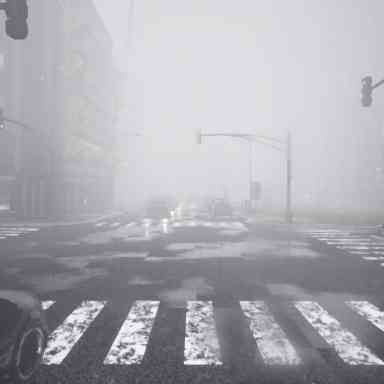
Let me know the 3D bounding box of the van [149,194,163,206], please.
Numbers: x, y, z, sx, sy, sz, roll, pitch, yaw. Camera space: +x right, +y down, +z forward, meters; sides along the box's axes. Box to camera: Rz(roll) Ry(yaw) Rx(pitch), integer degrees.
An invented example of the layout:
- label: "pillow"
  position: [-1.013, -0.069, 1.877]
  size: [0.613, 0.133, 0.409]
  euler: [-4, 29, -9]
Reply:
- label: "van"
  position: [-5.690, 1.286, 52.561]
  size: [1.690, 1.788, 3.998]
  euler: [-1, 0, 0]

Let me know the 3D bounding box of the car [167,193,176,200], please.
- label: "car"
  position: [-5.679, 1.173, 92.085]
  size: [2.192, 1.841, 5.009]
  euler: [-1, 0, 0]

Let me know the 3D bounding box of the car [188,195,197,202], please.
- label: "car"
  position: [0.037, 1.411, 71.114]
  size: [1.837, 1.490, 4.892]
  euler: [0, 0, 0]

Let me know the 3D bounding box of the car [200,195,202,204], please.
- label: "car"
  position: [2.660, 1.490, 52.592]
  size: [1.887, 1.381, 4.507]
  euler: [-1, 0, 0]

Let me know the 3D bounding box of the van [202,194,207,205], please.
- label: "van"
  position: [2.656, 1.295, 46.946]
  size: [1.690, 1.788, 3.998]
  euler: [-1, 0, 0]

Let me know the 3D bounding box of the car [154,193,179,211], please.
- label: "car"
  position: [-3.079, 1.315, 40.552]
  size: [2.097, 1.767, 4.553]
  euler: [0, 0, 0]

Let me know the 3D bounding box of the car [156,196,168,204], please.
- label: "car"
  position: [-5.684, 1.470, 63.852]
  size: [1.887, 1.381, 4.507]
  euler: [-1, 0, 0]

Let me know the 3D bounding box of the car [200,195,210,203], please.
- label: "car"
  position: [2.669, 1.353, 69.529]
  size: [1.967, 1.590, 4.097]
  euler: [-1, 0, 0]

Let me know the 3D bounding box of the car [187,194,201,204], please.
- label: "car"
  position: [0.120, 1.282, 61.417]
  size: [2.097, 1.767, 4.553]
  euler: [0, 0, 0]

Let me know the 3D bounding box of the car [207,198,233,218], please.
- label: "car"
  position: [2.655, 1.522, 30.009]
  size: [1.887, 1.381, 4.507]
  euler: [-1, 0, 0]

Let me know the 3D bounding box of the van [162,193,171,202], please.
- label: "van"
  position: [-5.684, 1.242, 75.146]
  size: [1.690, 1.788, 3.998]
  euler: [-1, 0, 0]

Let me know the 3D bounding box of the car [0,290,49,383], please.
- label: "car"
  position: [-2.921, 1.563, 2.606]
  size: [1.994, 1.385, 4.181]
  euler: [0, 0, 3]

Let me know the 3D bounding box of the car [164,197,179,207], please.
- label: "car"
  position: [-3.065, 1.512, 50.517]
  size: [1.994, 1.385, 4.181]
  euler: [0, 0, 0]

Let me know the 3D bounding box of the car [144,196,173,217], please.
- label: "car"
  position: [-3.087, 1.453, 31.238]
  size: [1.882, 1.535, 5.008]
  euler: [0, 0, 0]

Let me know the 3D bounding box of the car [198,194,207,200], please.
- label: "car"
  position: [2.704, 1.313, 86.467]
  size: [1.967, 1.590, 4.097]
  euler: [-1, 0, 0]

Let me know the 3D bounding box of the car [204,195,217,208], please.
- label: "car"
  position: [2.654, 1.410, 35.654]
  size: [1.967, 1.590, 4.097]
  euler: [-1, 0, 0]

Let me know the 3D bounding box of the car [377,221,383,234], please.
- label: "car"
  position: [11.878, 1.576, 15.770]
  size: [5.357, 1.411, 2.033]
  euler: [0, 1, 4]
